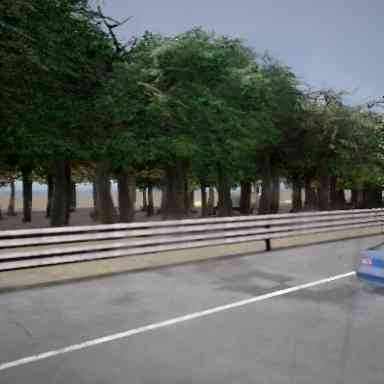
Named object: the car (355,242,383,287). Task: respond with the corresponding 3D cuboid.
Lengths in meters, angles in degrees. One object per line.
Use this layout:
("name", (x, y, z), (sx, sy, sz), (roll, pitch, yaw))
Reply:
("car", (6.156, 1.550, 8.189), (5.357, 1.411, 2.033), (0, 0, -36))
